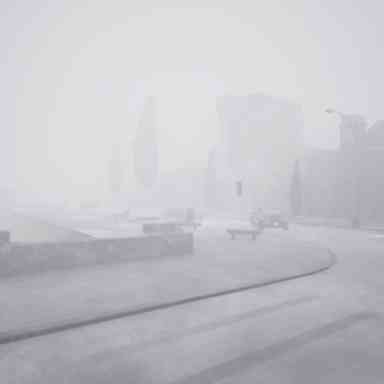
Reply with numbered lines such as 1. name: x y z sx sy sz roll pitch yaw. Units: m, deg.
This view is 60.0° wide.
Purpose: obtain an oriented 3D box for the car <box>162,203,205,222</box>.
1. car: -0.860 1.715 28.515 1.812 1.442 4.674 1 0 -36

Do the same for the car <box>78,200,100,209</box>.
1. car: -14.993 1.790 48.384 1.895 1.301 4.718 1 0 -35

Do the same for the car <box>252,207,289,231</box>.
1. car: 5.133 1.754 22.123 1.812 1.442 4.674 -2 -1 3
